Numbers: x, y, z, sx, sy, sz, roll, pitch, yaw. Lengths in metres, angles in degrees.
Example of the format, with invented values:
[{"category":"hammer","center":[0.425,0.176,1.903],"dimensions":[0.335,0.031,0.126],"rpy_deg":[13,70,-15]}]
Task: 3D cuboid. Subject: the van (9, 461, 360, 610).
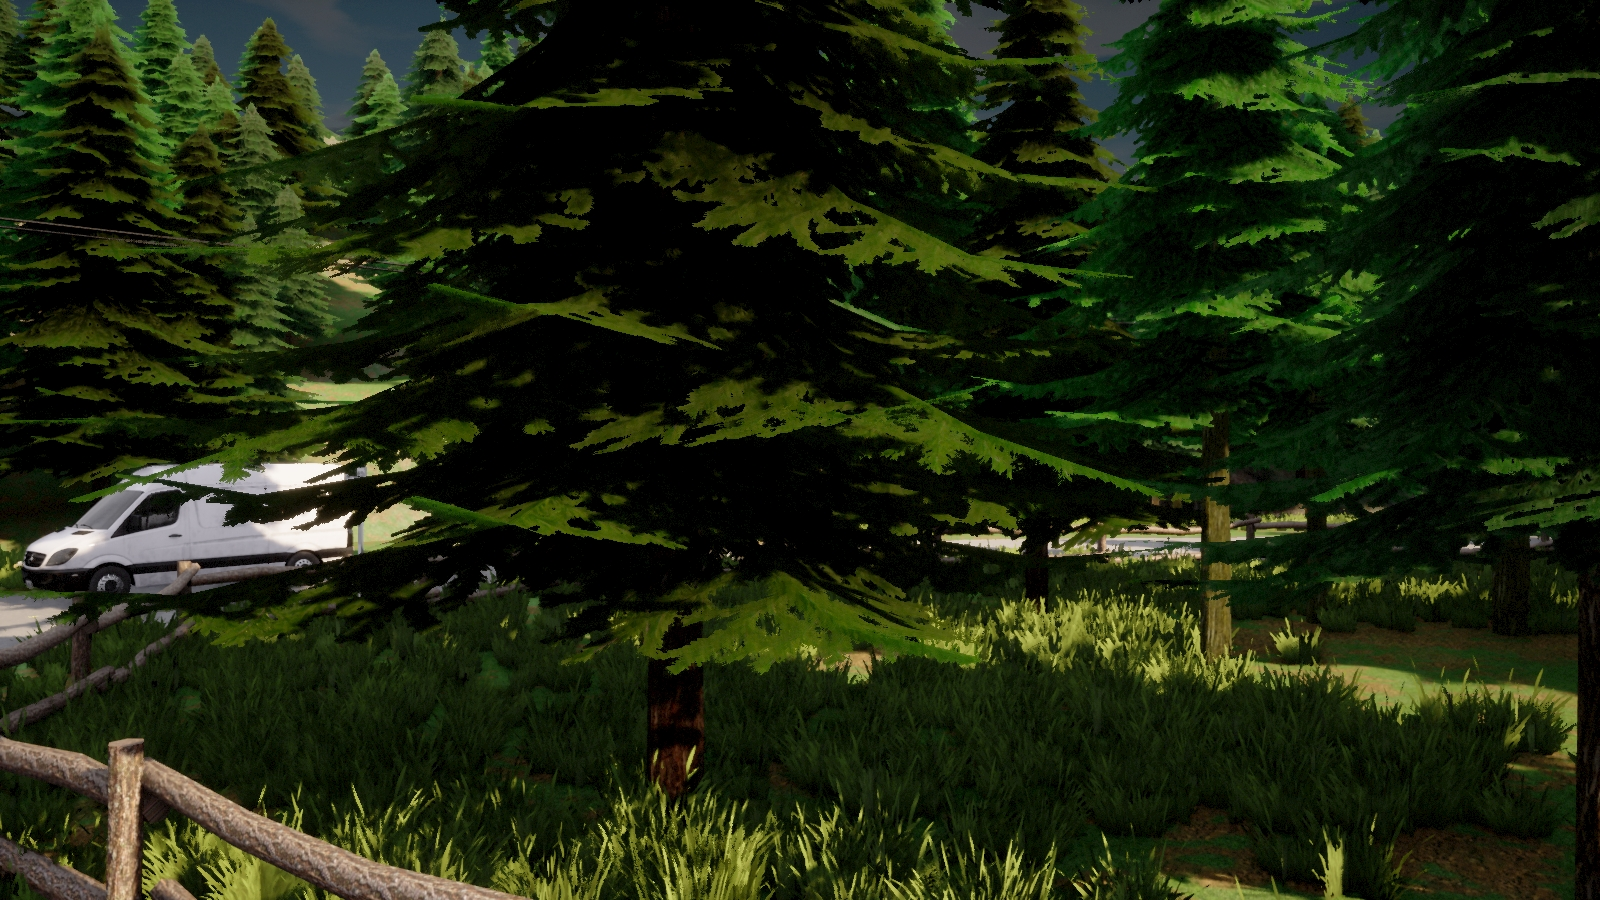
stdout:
[{"category":"van","center":[-12.141,1.534,23.012],"dimensions":[1.988,2.561,5.915],"rpy_deg":[0,0,39]}]
